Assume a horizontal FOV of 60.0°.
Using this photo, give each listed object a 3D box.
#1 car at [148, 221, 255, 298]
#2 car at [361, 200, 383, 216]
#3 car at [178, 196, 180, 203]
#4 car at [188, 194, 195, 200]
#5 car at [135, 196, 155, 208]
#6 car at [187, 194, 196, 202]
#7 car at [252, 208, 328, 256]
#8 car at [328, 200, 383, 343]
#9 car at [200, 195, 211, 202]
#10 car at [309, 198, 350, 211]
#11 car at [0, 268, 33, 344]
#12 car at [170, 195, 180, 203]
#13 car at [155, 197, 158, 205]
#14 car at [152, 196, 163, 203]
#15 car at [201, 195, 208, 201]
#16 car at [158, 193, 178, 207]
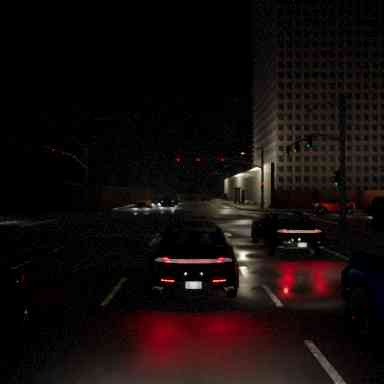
[{"bbox_3d":[0.044,1.491,8.510,2.128,1.511,4.902,0,0,0],"label":"car"},{"bbox_3d":[19.366,1.533,32.284,5.008,1.535,1.882,0,0,0],"label":"car"},{"bbox_3d":[-3.651,1.221,60.987,2.150,2.045,5.566,0,0,0],"label":"car"},{"bbox_3d":[-0.130,1.327,89.033,1.837,1.490,4.892,0,0,0],"label":"car"},{"bbox_3d":[-7.163,1.477,49.282,1.882,1.535,5.008,0,0,0],"label":"car"},{"bbox_3d":[-0.115,1.346,78.781,2.097,1.767,4.553,0,0,0],"label":"car"},{"bbox_3d":[3.562,1.491,13.128,2.128,1.511,4.902,0,0,0],"label":"car"},{"bbox_3d":[3.595,1.221,3.283,2.150,2.045,5.566,0,0,0],"label":"car"},{"bbox_3d":[3.385,1.523,78.828,1.812,1.442,4.674,0,0,0],"label":"car"},{"bbox_3d":[14.981,1.407,35.769,4.553,1.767,2.097,0,0,0],"label":"car"},{"bbox_3d":[-3.599,1.564,3.750,1.994,1.385,4.181,0,0,0],"label":"car"},{"bbox_3d":[-3.604,1.477,71.135,1.882,1.535,5.008,0,0,0],"label":"car"},{"bbox_3d":[-7.166,1.477,58.604,1.882,1.535,5.008,0,0,0],"label":"car"},{"bbox_3d":[-7.101,1.600,68.767,1.895,1.301,4.718,0,0,0],"label":"car"},{"bbox_3d":[3.370,1.499,89.134,1.837,1.490,4.892,0,0,0],"label":"car"},{"bbox_3d":[-3.661,1.351,51.398,2.097,1.767,4.553,0,0,0],"label":"car"}]
